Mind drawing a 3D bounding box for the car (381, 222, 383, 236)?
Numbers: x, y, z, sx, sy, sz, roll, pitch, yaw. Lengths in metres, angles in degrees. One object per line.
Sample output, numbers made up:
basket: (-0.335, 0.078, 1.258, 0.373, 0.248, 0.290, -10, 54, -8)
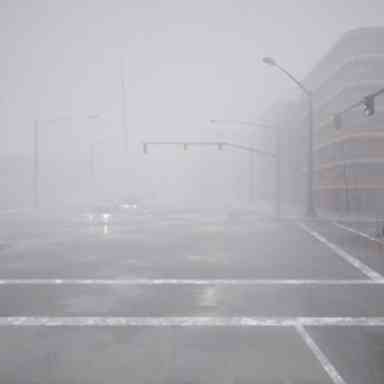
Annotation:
car: (10.768, 1.507, 14.199, 4.892, 1.490, 1.837, 0, 0, 0)

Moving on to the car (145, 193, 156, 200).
car: (-8.371, 0.826, 67.487, 2.033, 1.411, 5.357, 0, 1, 1)

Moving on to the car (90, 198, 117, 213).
car: (-9.224, 1.367, 35.060, 1.812, 1.442, 4.674, 0, 1, 1)

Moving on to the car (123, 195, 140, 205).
car: (-8.892, 1.172, 49.439, 1.994, 1.385, 4.181, 0, 1, 0)
